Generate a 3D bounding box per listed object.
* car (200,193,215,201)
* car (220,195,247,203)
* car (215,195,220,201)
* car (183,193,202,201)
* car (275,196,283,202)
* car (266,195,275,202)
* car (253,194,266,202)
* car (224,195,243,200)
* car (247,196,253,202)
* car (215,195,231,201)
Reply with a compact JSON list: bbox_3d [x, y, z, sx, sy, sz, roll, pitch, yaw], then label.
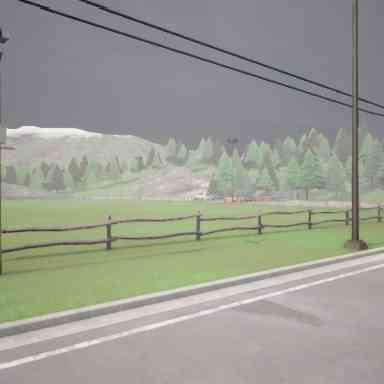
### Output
[{"bbox_3d":[2.504,1.171,83.764,2.150,2.045,5.566,0,0,-35],"label":"car"},{"bbox_3d":[8.527,1.354,69.113,2.097,1.767,4.553,0,0,-35],"label":"car"},{"bbox_3d":[5.368,1.538,85.776,1.895,1.301,4.718,0,0,-35],"label":"car"},{"bbox_3d":[-0.359,1.541,81.750,1.895,1.301,4.718,0,0,-35],"label":"car"},{"bbox_3d":[19.055,1.584,78.481,1.895,1.301,4.718,0,0,-35],"label":"car"},{"bbox_3d":[16.056,1.345,76.660,2.097,1.767,4.553,0,0,-35],"label":"car"},{"bbox_3d":[13.334,1.531,74.446,2.033,1.411,5.357,0,0,-35],"label":"car"},{"bbox_3d":[11.112,1.480,89.777,2.033,1.411,5.357,0,0,-35],"label":"car"},{"bbox_3d":[10.480,1.545,72.421,1.994,1.385,4.181,0,0,-35],"label":"car"},{"bbox_3d":[8.249,1.493,87.764,1.994,1.385,4.181,0,0,-35],"label":"car"}]
